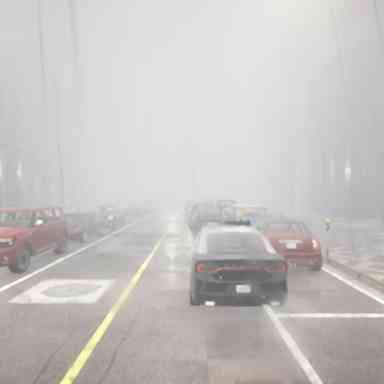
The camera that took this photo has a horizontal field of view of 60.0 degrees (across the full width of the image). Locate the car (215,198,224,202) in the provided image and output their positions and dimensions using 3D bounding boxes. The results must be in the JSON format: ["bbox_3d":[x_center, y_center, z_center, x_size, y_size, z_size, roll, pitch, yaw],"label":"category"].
[{"bbox_3d":[2.734,1.538,28.084,2.192,1.841,5.009,0,0,0],"label":"car"}]

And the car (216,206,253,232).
[{"bbox_3d":[2.740,1.723,22.445,1.887,1.381,4.507,0,0,0],"label":"car"}]

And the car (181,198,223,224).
[{"bbox_3d":[0.623,1.544,24.122,2.097,1.767,4.553,0,0,-5],"label":"car"}]

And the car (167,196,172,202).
[{"bbox_3d":[-5.855,1.994,84.425,2.192,1.841,5.009,0,0,0],"label":"car"}]

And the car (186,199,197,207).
[{"bbox_3d":[-0.072,2.073,63.862,1.994,1.385,4.181,0,0,0],"label":"car"}]

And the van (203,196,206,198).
[{"bbox_3d":[2.715,1.699,44.993,1.690,1.788,3.998,0,0,0],"label":"van"}]

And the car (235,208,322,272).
[{"bbox_3d":[2.753,1.530,11.173,1.967,1.590,4.097,0,0,0],"label":"car"}]

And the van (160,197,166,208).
[{"bbox_3d":[-5.823,1.789,56.245,1.690,1.788,3.998,0,0,0],"label":"van"}]

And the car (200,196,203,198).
[{"bbox_3d":[2.689,2.083,67.538,1.887,1.381,4.507,0,0,0],"label":"car"}]

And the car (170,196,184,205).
[{"bbox_3d":[-3.081,2.174,71.770,1.895,1.301,4.718,0,0,0],"label":"car"}]

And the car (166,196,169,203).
[{"bbox_3d":[-5.830,2.017,61.709,1.752,1.417,4.829,0,0,0],"label":"car"}]

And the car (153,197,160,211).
[{"bbox_3d":[-5.810,1.798,44.971,1.967,1.590,4.097,0,0,0],"label":"car"}]

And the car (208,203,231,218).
[{"bbox_3d":[2.727,1.834,33.718,1.947,1.339,4.313,0,0,0],"label":"car"}]

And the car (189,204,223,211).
[{"bbox_3d":[0.880,1.651,18.242,1.837,1.490,4.892,0,0,0],"label":"car"}]

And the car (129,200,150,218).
[{"bbox_3d":[-5.798,1.819,33.698,2.008,1.369,4.403,0,0,0],"label":"car"}]

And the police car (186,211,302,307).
[{"bbox_3d":[0.891,1.492,8.352,1.930,1.638,5.238,0,0,0],"label":"police car"}]

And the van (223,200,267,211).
[{"bbox_3d":[2.747,1.475,16.810,1.690,1.788,3.998,0,0,0],"label":"van"}]

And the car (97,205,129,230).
[{"bbox_3d":[-5.785,1.619,22.427,1.967,1.590,4.097,0,0,0],"label":"car"}]

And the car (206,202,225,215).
[{"bbox_3d":[2.721,1.879,39.355,1.947,1.339,4.313,0,0,0],"label":"car"}]

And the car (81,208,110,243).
[{"bbox_3d":[-5.779,1.700,16.790,1.947,1.339,4.313,0,0,0],"label":"car"}]

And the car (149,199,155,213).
[{"bbox_3d":[-5.804,1.837,39.164,1.752,1.417,4.829,0,0,0],"label":"car"}]

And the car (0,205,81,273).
[{"bbox_3d":[-5.772,1.404,11.155,2.192,1.841,5.009,0,0,0],"label":"car"}]
